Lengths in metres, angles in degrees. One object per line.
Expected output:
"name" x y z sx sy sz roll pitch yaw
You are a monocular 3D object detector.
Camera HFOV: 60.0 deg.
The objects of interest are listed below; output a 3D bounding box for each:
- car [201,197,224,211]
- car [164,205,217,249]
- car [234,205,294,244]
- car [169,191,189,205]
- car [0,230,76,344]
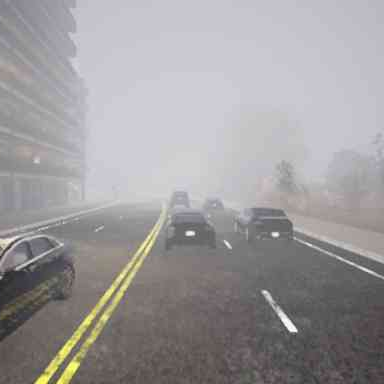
"car" 2.091 1.244 34.997 1.994 1.385 4.181 0 0 -4
"car" -0.118 1.442 13.946 1.994 1.385 4.181 0 0 -2
"car" 3.106 1.363 15.104 1.837 1.490 4.892 0 0 -2
"car" -1.528 0.867 39.964 2.150 2.045 5.566 0 0 -5
"car" -3.401 1.455 5.334 2.128 1.511 4.902 0 0 -1
